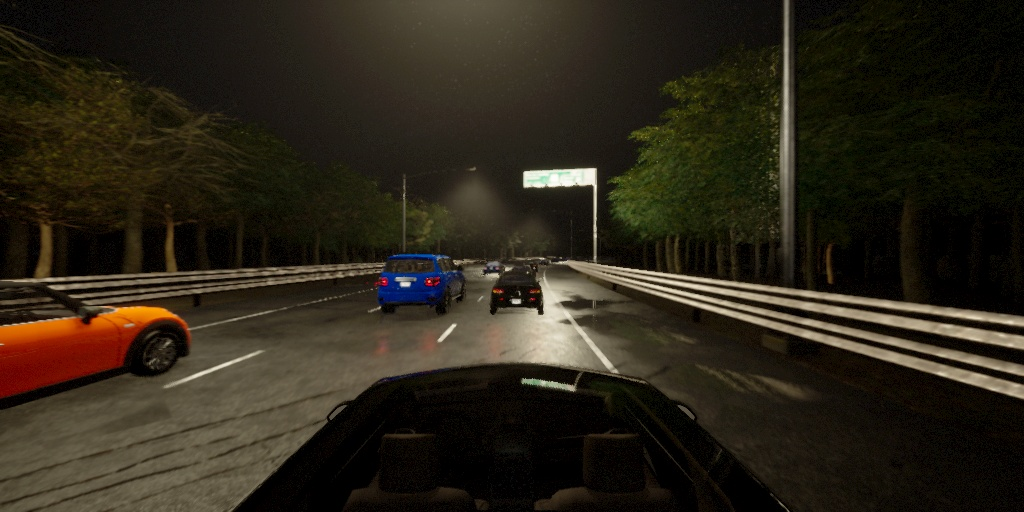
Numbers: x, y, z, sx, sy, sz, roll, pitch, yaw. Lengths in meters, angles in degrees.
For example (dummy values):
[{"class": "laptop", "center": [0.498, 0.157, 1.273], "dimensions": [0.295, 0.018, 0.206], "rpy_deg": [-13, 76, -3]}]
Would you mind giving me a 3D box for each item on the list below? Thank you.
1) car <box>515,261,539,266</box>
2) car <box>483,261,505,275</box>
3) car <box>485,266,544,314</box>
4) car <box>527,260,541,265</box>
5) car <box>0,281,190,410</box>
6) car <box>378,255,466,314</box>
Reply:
[{"class": "car", "center": [0.792, 1.311, 26.326], "dimensions": [1.994, 1.385, 4.181], "rpy_deg": [0, 0, 4]}, {"class": "car", "center": [-1.828, 1.283, 38.232], "dimensions": [2.033, 1.411, 5.357], "rpy_deg": [0, 0, 5]}, {"class": "car", "center": [0.210, 1.276, 13.709], "dimensions": [1.812, 1.442, 4.674], "rpy_deg": [0, 0, 2]}, {"class": "car", "center": [2.332, 1.265, 44.957], "dimensions": [1.812, 1.442, 4.674], "rpy_deg": [0, 0, 6]}, {"class": "car", "center": [-6.865, 1.086, 4.555], "dimensions": [2.097, 1.767, 4.553], "rpy_deg": [0, 0, 0]}, {"class": "car", "center": [-3.222, 0.965, 13.817], "dimensions": [2.150, 2.045, 5.566], "rpy_deg": [0, 0, 2]}]
